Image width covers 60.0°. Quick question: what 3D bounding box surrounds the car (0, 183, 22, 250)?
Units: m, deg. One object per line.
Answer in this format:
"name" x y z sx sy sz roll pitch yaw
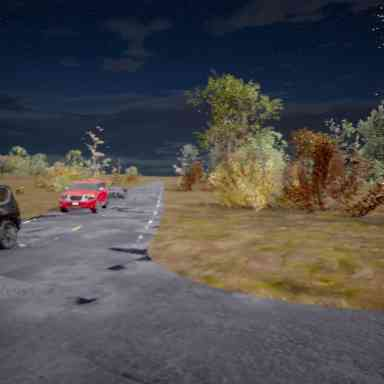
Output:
"car" -6.501 0.762 8.438 2.150 2.045 5.566 1 2 -1

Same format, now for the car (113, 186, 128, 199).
"car" -8.099 0.030 36.311 1.994 1.385 4.181 1 2 -6

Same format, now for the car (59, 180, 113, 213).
"car" -7.032 0.230 22.311 2.150 2.045 5.566 1 2 -4
